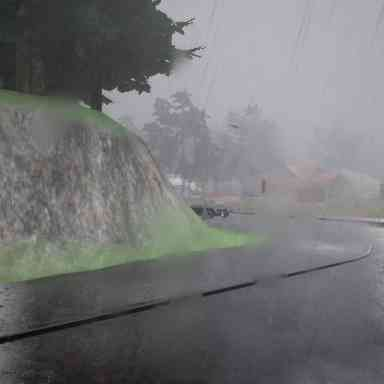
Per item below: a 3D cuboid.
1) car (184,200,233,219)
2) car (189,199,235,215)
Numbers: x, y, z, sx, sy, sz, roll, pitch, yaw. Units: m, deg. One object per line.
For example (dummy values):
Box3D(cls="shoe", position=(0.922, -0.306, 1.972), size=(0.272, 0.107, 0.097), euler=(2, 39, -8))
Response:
Box3D(cls="car", position=(1.288, 1.601, 29.672), size=(1.895, 1.301, 4.718), euler=(0, 0, -35))
Box3D(cls="car", position=(2.057, 1.547, 35.812), size=(2.033, 1.411, 5.357), euler=(0, 0, -35))
